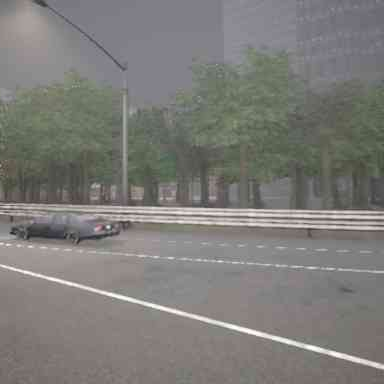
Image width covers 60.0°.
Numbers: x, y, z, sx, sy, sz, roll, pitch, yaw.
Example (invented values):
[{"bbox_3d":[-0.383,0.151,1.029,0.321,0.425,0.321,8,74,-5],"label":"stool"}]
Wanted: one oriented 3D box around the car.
[{"bbox_3d":[-5.904,1.566,15.376,5.357,1.411,2.033,0,0,24],"label":"car"}]
